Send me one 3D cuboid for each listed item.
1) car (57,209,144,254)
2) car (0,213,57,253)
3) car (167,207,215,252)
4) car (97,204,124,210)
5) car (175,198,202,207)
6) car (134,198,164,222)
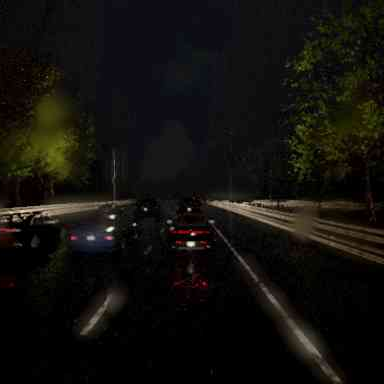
[{"bbox_3d":[-3.555,1.686,14.150,2.033,1.411,5.357,0,-1,0],"label":"car"},{"bbox_3d":[-7.054,1.634,14.431,2.128,1.511,4.902,0,0,0],"label":"car"},{"bbox_3d":[-0.054,1.649,14.488,1.837,1.490,4.892,0,0,0],"label":"car"},{"bbox_3d":[-7.263,1.801,29.459,1.837,1.490,4.892,0,0,-1],"label":"car"},{"bbox_3d":[-0.263,1.507,29.303,2.150,2.045,5.566,0,0,-1],"label":"car"},{"bbox_3d":[-3.761,1.507,29.244,2.150,2.045,5.566,0,0,-1],"label":"car"}]
